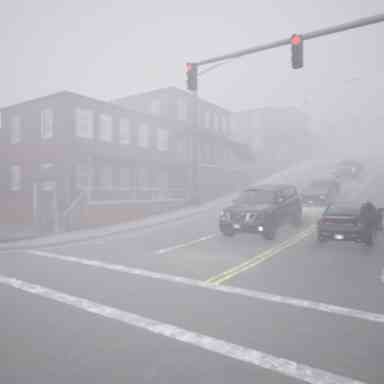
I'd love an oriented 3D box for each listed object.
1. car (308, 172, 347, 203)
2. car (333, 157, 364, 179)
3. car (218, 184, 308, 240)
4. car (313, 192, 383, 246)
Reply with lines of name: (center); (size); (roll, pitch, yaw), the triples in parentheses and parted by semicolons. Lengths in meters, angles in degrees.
car: (9.164, -0.180, 23.627); (2.033, 1.411, 5.357); (0, 9, 35)
car: (14.866, -2.361, 31.658); (2.097, 1.767, 4.553); (0, 12, 35)
car: (3.334, 0.771, 15.399); (2.150, 2.045, 5.566); (0, 5, 35)
car: (6.379, 1.061, 13.284); (1.837, 1.490, 4.892); (0, 5, 35)
